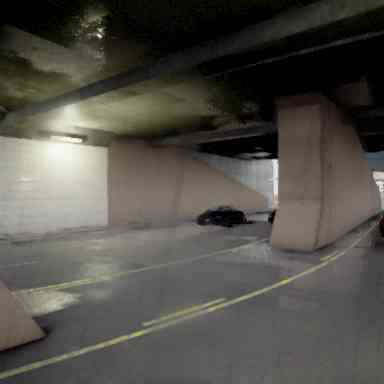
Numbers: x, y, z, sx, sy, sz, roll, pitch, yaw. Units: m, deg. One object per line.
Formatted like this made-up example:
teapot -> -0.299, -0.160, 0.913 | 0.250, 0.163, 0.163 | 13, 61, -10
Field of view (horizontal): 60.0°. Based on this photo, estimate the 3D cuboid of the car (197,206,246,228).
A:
car -> 2.102, 1.639, 23.124 | 1.994, 1.385, 4.181 | -1, 0, 34

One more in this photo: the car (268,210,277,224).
car -> 7.378, 1.585, 24.692 | 2.033, 1.411, 5.357 | -1, 0, 34

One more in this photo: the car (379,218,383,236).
car -> 11.087, 1.579, 17.397 | 1.895, 1.301, 4.718 | -1, 0, 34
